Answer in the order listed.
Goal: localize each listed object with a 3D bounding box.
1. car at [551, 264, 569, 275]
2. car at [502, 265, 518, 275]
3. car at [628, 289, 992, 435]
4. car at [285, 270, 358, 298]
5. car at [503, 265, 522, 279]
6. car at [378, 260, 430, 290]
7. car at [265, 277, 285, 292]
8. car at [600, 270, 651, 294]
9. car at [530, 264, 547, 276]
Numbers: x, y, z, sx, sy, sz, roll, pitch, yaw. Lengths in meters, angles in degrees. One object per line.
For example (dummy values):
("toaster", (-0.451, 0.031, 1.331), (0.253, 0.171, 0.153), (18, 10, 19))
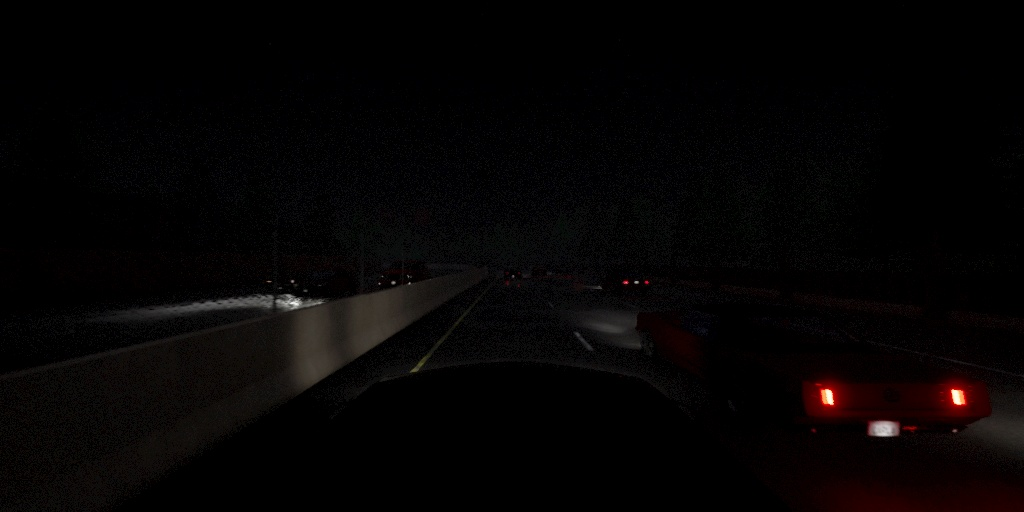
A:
("car", (6.816, 1.929, 51.148), (2.128, 1.511, 4.902), (0, -1, -3))
("car", (-0.354, 2.073, 53.903), (1.895, 1.301, 4.718), (0, -1, -5))
("car", (3.601, 1.408, 5.689), (1.895, 1.301, 4.718), (0, -1, 0))
("car", (-10.567, 1.533, 20.702), (1.812, 1.442, 4.674), (0, -1, 0))
("car", (0.122, 1.884, 40.325), (1.895, 1.301, 4.718), (0, -1, 0))
("car", (-7.046, 1.281, 24.150), (2.150, 2.045, 5.566), (0, -1, 0))
("car", (-14.049, 1.652, 23.947), (1.895, 1.301, 4.718), (0, -1, 0))
("car", (7.114, 1.595, 22.959), (2.033, 1.411, 5.357), (0, -1, 0))
("car", (3.477, 1.872, 48.223), (1.882, 1.535, 5.008), (0, -1, -2))
